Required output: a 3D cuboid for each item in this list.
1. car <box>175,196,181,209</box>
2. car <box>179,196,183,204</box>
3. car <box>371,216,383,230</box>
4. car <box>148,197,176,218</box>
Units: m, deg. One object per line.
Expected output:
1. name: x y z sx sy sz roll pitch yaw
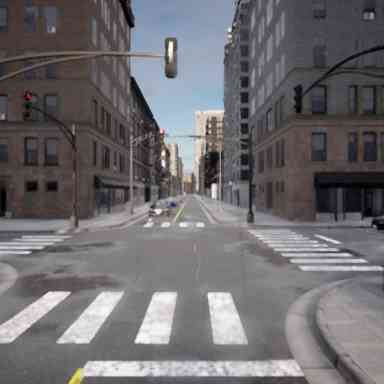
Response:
1. car: -2.874 1.589 45.007 1.895 1.301 4.718 0 0 0
2. car: -2.797 1.548 64.905 1.812 1.442 4.674 0 0 0
3. car: 12.355 1.548 18.495 4.313 1.339 1.947 0 0 0
4. car: -2.876 1.472 30.599 2.128 1.511 4.902 0 0 0
